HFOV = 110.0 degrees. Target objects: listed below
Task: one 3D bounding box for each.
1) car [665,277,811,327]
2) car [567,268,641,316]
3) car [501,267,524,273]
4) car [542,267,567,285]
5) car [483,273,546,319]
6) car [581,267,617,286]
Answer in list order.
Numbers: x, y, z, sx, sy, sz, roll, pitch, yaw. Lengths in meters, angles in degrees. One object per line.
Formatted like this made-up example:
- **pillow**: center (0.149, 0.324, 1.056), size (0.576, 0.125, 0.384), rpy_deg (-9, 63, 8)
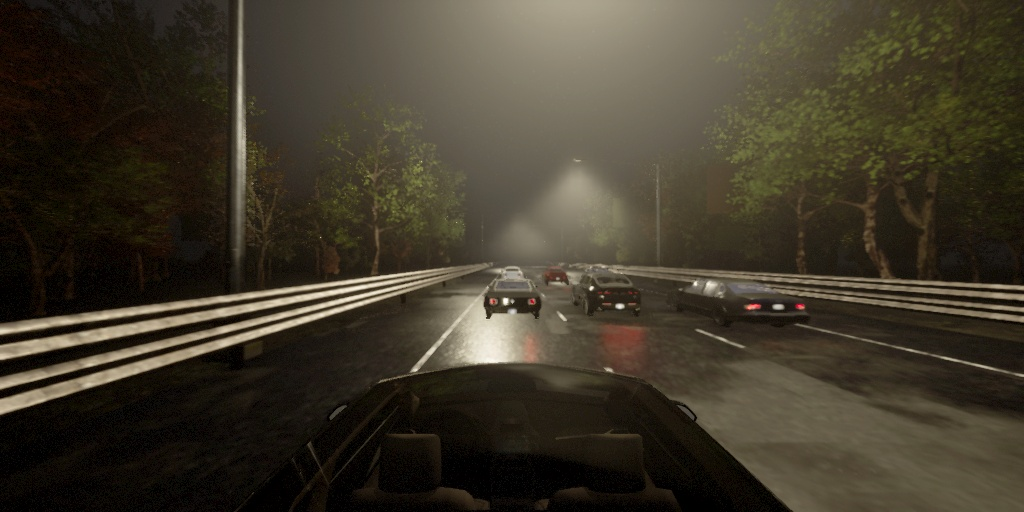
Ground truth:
- **car**: center (7.022, 1.417, 11.941), size (2.033, 1.411, 5.357), rpy_deg (0, -1, 1)
- **car**: center (3.544, 1.400, 14.129), size (1.837, 1.490, 4.892), rpy_deg (0, 0, 0)
- **car**: center (0.042, 1.596, 29.783), size (1.812, 1.442, 4.674), rpy_deg (0, 0, 0)
- **car**: center (3.542, 1.597, 29.859), size (1.812, 1.442, 4.674), rpy_deg (0, 0, 0)
- **car**: center (0.039, 1.487, 13.498), size (1.895, 1.301, 4.718), rpy_deg (0, -1, 1)
- **car**: center (7.040, 1.634, 29.565), size (1.994, 1.385, 4.181), rpy_deg (0, -1, 0)
